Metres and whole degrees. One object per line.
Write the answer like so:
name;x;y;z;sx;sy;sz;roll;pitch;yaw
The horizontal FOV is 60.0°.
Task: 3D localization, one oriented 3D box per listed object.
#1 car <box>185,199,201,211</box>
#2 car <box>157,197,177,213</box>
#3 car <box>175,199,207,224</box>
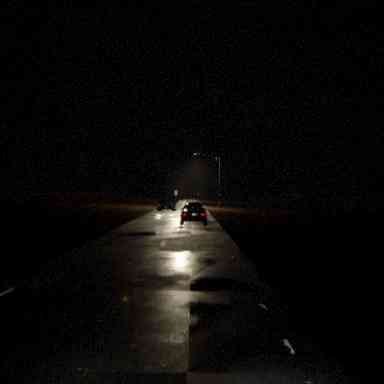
car;0.099;1.572;41.708;1.895;1.301;4.718;0;0;0
car;-2.751;1.382;37.098;1.837;1.490;4.892;0;0;0
car;0.101;1.507;24.047;2.033;1.411;5.357;0;0;0
